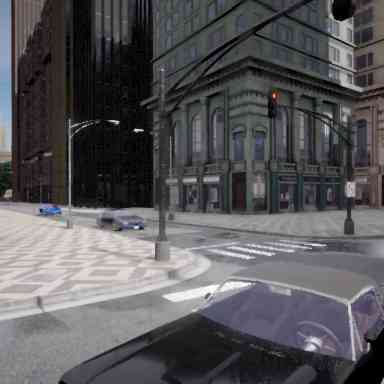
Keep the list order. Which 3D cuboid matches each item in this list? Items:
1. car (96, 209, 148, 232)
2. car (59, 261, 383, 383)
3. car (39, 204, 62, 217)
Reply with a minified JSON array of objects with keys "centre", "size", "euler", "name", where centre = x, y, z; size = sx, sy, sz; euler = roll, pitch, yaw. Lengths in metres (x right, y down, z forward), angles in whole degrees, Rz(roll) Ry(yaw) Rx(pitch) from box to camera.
[{"centre":[-5.070,1.911,23.275],"size":[2.033,1.411,5.357],"euler":[0,-1,-35],"name":"car"},{"centre":[1.024,1.600,3.645],"size":[1.895,1.301,4.718],"euler":[0,0,41],"name":"car"},{"centre":[-17.405,2.214,40.731],"size":[1.882,1.535,5.008],"euler":[0,-1,-35],"name":"car"}]
